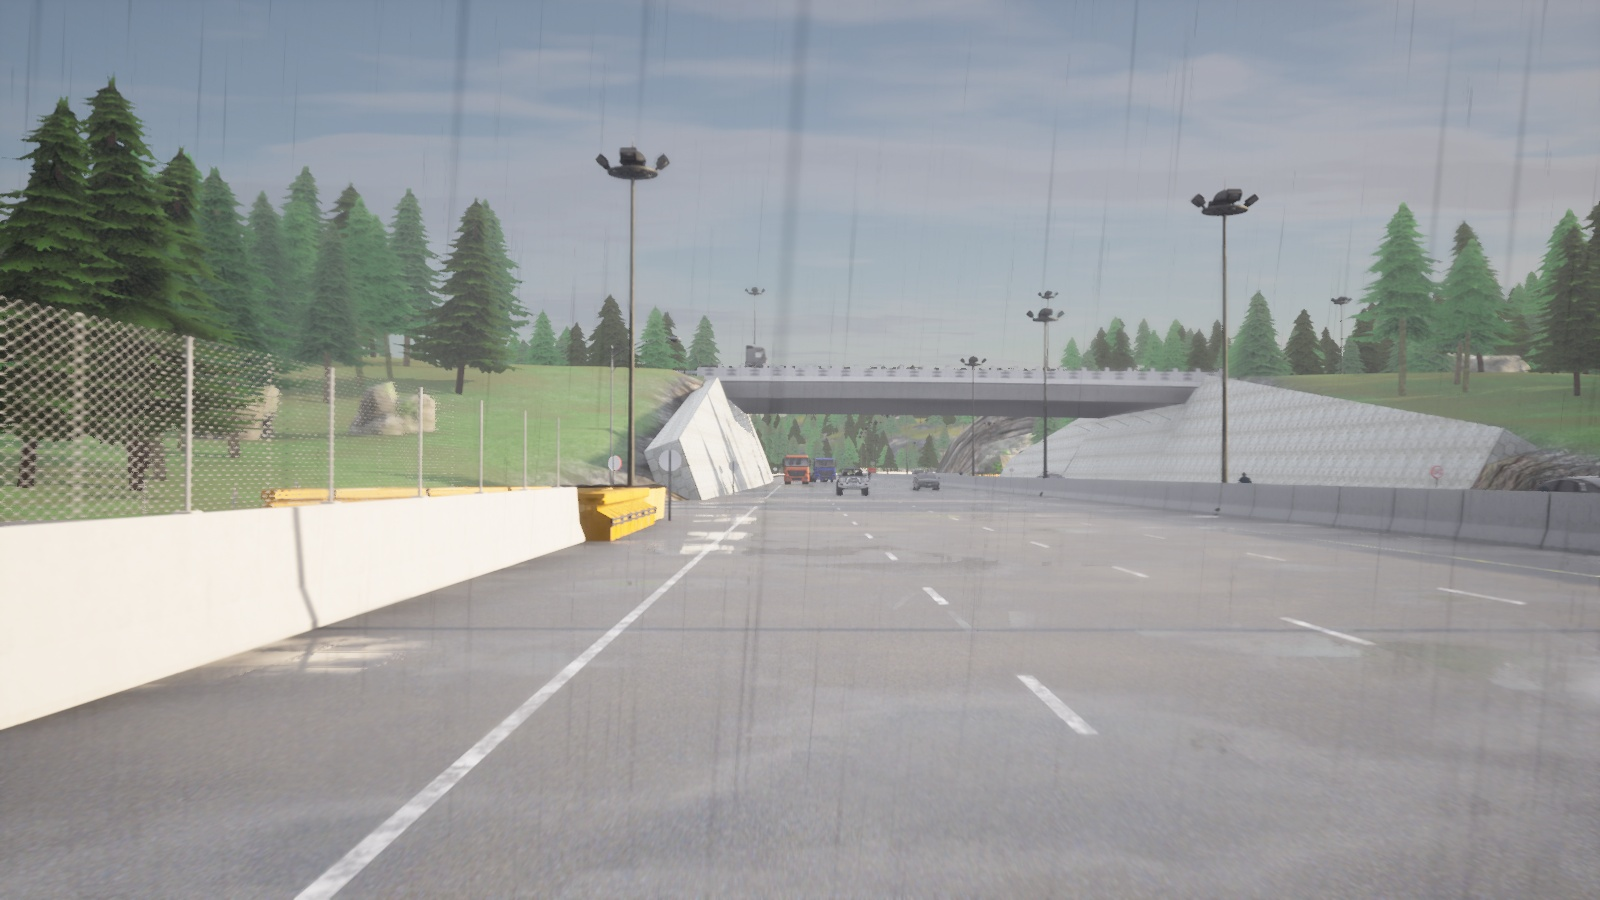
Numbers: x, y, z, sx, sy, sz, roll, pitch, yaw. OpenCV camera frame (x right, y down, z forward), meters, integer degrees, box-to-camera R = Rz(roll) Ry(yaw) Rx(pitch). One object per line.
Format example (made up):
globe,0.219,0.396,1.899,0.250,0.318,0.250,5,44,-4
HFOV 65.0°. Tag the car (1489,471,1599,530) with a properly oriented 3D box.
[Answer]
car,20.918,1.305,33.995,1.837,1.490,4.892,0,-1,0

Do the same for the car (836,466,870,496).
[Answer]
car,3.308,1.944,79.075,1.932,1.855,4.605,0,-2,0
